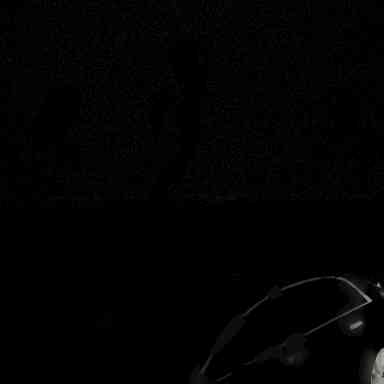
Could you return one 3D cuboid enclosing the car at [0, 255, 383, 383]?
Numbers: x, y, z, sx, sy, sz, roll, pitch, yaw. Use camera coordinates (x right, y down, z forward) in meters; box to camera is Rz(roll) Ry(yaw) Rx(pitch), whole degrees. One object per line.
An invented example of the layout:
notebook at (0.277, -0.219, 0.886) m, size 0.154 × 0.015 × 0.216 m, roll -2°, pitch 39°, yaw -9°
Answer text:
car at (0.332, 1.522, 3.337) m, size 4.892 × 1.490 × 1.837 m, roll 0°, pitch 0°, yaw -37°
